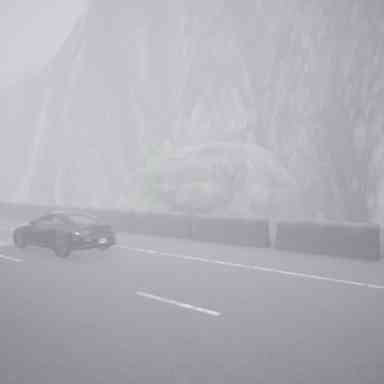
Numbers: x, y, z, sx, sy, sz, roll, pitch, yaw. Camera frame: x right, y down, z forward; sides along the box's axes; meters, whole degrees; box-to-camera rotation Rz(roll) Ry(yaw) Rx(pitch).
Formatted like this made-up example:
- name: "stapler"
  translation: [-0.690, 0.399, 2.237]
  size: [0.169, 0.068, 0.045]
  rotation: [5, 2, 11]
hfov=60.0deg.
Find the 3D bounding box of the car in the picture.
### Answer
- name: "car"
  translation: [-4.736, 1.406, 12.238]
  size: [4.674, 1.442, 1.812]
  rotation: [0, 1, 38]
